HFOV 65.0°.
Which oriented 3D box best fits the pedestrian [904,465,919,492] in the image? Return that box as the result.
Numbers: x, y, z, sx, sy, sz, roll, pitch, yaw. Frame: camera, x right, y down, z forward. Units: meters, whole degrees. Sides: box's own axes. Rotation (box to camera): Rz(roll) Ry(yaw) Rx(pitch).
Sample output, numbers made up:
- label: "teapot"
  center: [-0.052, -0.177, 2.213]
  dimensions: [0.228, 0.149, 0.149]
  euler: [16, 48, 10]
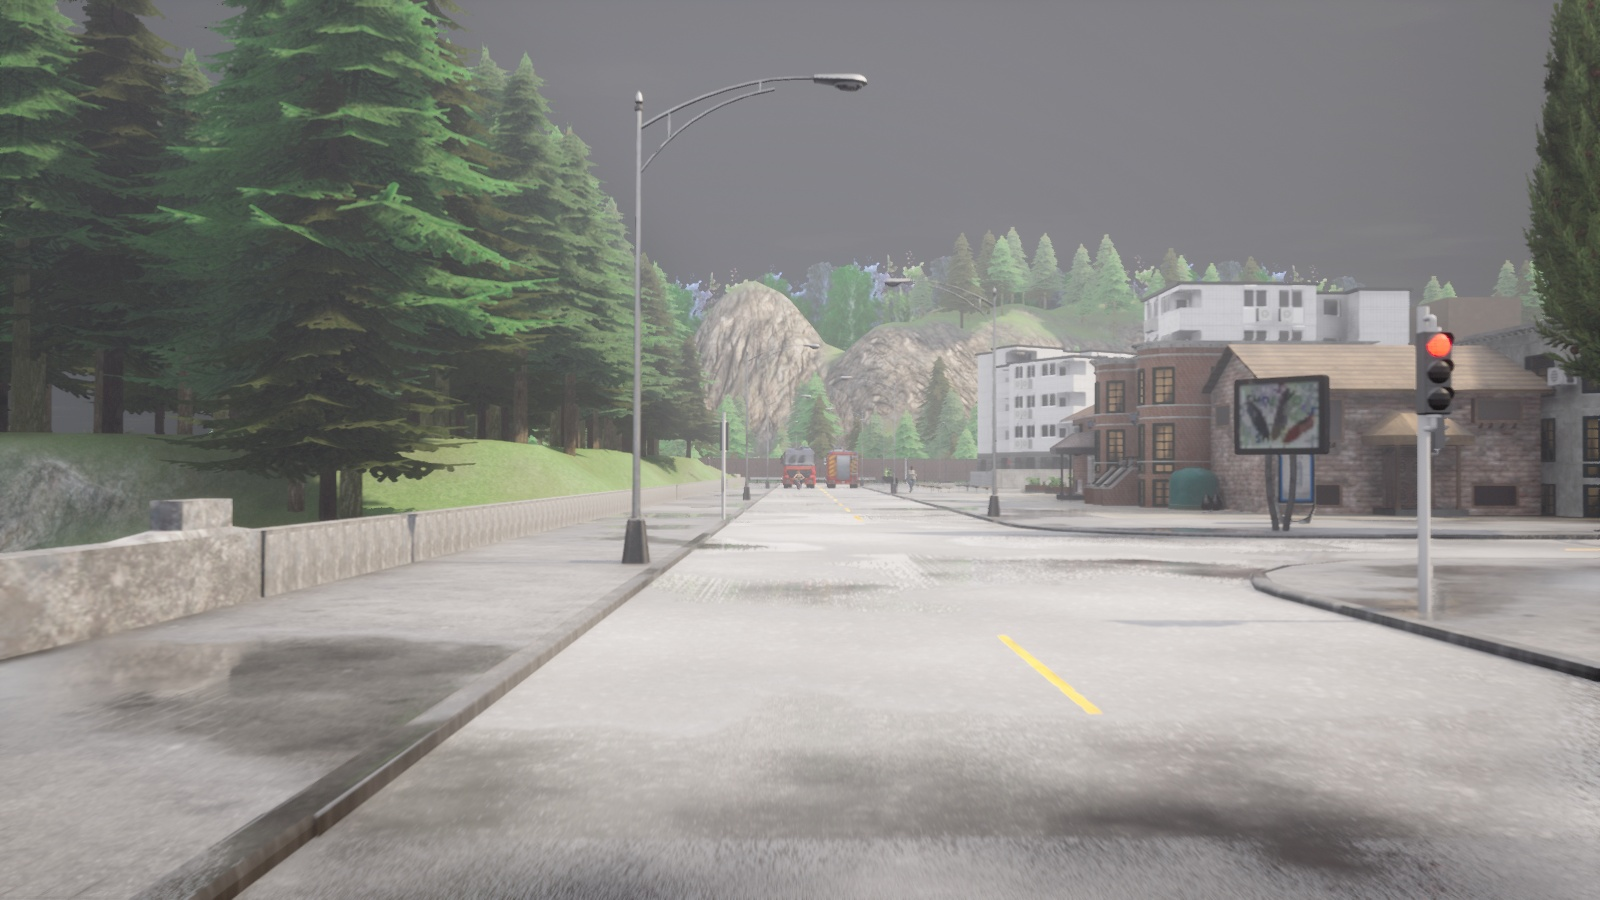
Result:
- label: "pedestrian"
  center: [7.486, 1.909, 84.492]
  dimensions: [0.874, 1.855, 0.900]
  euler: [0, -1, -6]
